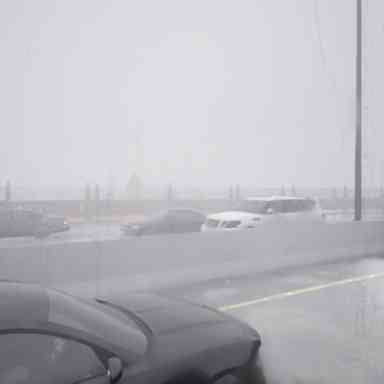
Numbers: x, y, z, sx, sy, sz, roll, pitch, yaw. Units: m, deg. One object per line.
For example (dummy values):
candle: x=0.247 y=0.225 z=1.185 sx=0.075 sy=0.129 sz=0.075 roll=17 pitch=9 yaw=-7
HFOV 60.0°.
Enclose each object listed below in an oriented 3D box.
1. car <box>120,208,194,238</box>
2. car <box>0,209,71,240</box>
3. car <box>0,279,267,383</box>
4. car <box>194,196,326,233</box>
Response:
car: x=-0.997 y=1.472 z=15.543 sx=4.674 sy=1.442 sz=1.812 roll=0 pitch=0 yaw=-30
car: x=-8.391 y=1.470 z=15.056 sx=5.357 sy=1.411 sz=2.033 roll=0 pitch=0 yaw=-34
car: x=-1.582 y=1.463 z=2.484 sx=5.008 sy=1.535 sz=1.882 roll=0 pitch=0 yaw=-35
car: x=3.126 y=1.187 z=13.898 sx=5.566 sy=2.045 sz=2.150 roll=0 pitch=0 yaw=-29
